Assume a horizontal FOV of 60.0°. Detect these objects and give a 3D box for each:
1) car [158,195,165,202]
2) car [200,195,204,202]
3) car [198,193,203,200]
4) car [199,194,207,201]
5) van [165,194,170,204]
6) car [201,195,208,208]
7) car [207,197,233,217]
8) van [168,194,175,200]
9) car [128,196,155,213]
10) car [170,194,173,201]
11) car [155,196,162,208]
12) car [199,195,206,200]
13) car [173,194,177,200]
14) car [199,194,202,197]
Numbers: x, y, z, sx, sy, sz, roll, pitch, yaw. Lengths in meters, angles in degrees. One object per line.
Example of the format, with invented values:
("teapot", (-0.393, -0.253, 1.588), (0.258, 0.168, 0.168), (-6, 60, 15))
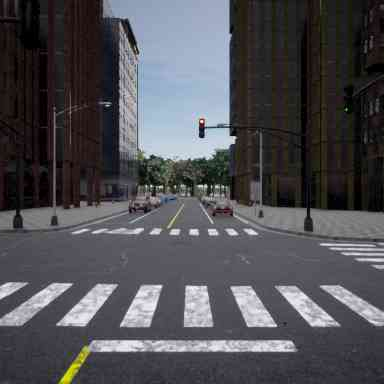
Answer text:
("car", (-5.749, 1.545, 53.323), (1.752, 1.417, 4.829), (0, 0, 0))
("car", (2.777, 1.564, 53.490), (1.887, 1.381, 4.507), (0, 0, 0))
("car", (2.782, 1.559, 75.410), (1.752, 1.417, 4.829), (0, 0, 0))
("car", (2.778, 1.567, 58.928), (1.887, 1.381, 4.507), (0, 0, 0))
("van", (-5.746, 1.367, 64.368), (1.690, 1.788, 3.998), (0, 0, 0))
("car", (2.775, 1.567, 48.052), (2.008, 1.369, 4.403), (0, 0, 0))
("car", (2.771, 1.449, 31.740), (1.967, 1.590, 4.097), (0, 0, 0))
("van", (-5.739, 1.390, 91.556), (1.690, 1.788, 3.998), (0, 0, 0))
("car", (-5.753, 1.326, 37.180), (2.192, 1.841, 5.009), (0, 0, 0))
("car", (-5.744, 1.581, 69.805), (2.008, 1.369, 4.403), (0, 0, 0))
("car", (-5.750, 1.598, 48.055), (1.802, 1.307, 4.206), (0, 0, 0))
("car", (2.787, 1.574, 91.723), (1.752, 1.417, 4.829), (0, 0, 0))
("car", (-5.740, 1.609, 86.118), (1.947, 1.339, 4.313), (0, 0, 0))
("car", (2.780, 1.552, 64.535), (1.752, 1.417, 4.829), (0, 0, 0))
